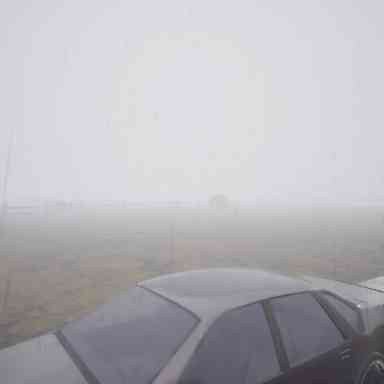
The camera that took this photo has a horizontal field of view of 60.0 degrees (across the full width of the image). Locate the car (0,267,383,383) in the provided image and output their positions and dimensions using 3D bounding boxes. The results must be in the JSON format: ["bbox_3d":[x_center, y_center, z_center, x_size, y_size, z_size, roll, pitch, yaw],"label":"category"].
[{"bbox_3d":[0.153,1.547,3.160,5.357,1.411,2.033,0,0,-35],"label":"car"}]
